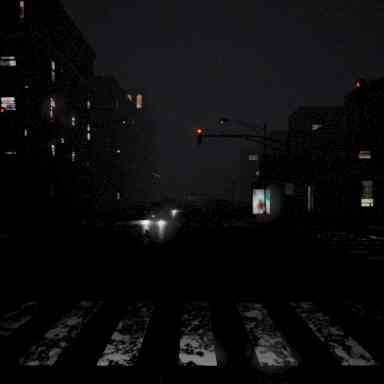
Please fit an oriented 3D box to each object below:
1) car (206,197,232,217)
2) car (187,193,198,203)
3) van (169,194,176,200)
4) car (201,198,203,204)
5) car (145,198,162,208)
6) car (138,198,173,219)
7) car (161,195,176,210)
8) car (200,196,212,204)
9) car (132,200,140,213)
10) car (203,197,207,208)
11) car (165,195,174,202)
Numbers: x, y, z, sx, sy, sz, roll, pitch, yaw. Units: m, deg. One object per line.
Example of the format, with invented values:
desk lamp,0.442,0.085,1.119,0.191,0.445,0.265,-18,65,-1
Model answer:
car,2.711,1.446,31.803,1.967,1.590,4.097,0,0,0
car,0.145,1.268,70.516,2.150,2.045,5.566,0,0,0
van,-5.618,1.430,94.461,1.690,1.788,3.998,-1,0,0
car,2.726,1.571,48.894,2.008,1.369,4.403,0,0,0
car,-5.655,1.571,48.888,2.008,1.369,4.403,0,0,0
car,-3.074,1.551,29.180,2.033,1.411,5.357,0,0,0
car,-3.062,1.493,43.307,1.882,1.535,5.008,0,0,0
car,2.740,1.591,65.983,2.008,1.369,4.403,-1,0,0
car,-5.664,1.561,37.495,2.008,1.369,4.403,0,0,0
car,2.721,1.597,43.197,1.802,1.307,4.206,0,0,0
car,-5.627,1.592,82.897,1.752,1.417,4.829,-1,0,0
